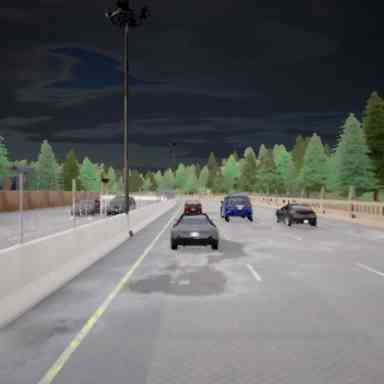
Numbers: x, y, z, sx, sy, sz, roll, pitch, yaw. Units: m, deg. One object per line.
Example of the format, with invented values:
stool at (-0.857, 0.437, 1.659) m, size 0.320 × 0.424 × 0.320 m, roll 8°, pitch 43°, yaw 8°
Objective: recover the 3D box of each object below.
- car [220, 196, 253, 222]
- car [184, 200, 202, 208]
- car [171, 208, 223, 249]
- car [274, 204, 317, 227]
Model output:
car at (3.612, 1.303, 27.647) m, size 2.150 × 2.045 × 5.566 m, roll 0°, pitch 0°, yaw 0°
car at (0.115, 1.583, 36.264) m, size 1.882 × 1.535 × 5.008 m, roll 0°, pitch 0°, yaw 0°
car at (0.106, 1.608, 14.862) m, size 1.994 × 1.385 × 4.181 m, roll 0°, pitch 0°, yaw 0°
car at (7.111, 1.572, 23.138) m, size 1.837 × 1.490 × 4.892 m, roll 0°, pitch 0°, yaw 0°
